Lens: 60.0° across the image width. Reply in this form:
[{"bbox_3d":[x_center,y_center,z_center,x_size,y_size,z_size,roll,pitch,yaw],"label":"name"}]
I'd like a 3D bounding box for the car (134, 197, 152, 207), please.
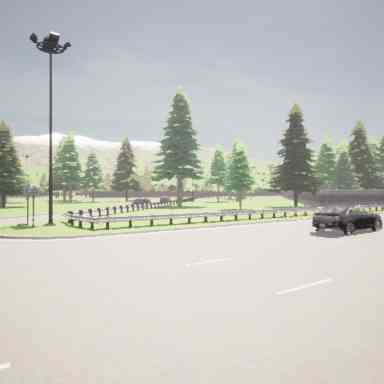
[{"bbox_3d":[-7.508,1.491,50.979,2.128,1.511,4.902,0,0,8],"label":"car"}]

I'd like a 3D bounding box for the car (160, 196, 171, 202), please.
[{"bbox_3d":[-5.586,1.525,69.768,1.812,1.442,4.674,0,0,5],"label":"car"}]

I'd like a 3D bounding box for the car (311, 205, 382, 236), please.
[{"bbox_3d":[8.669,1.490,18.494,4.902,1.511,2.128,0,0,-35],"label":"car"}]
